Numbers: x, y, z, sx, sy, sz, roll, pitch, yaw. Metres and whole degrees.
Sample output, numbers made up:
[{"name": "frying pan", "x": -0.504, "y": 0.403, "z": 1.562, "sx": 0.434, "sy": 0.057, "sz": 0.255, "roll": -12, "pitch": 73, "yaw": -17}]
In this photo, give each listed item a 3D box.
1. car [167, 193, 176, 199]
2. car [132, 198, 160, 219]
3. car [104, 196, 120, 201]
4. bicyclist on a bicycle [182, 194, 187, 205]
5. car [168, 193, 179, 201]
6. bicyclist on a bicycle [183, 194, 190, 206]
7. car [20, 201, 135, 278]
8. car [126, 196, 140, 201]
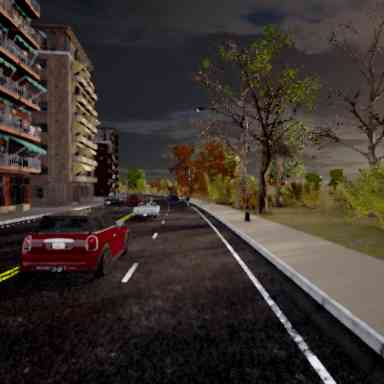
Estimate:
[{"name": "car", "x": -5.264, "y": 1.019, "z": 85.156, "sx": 2.128, "sy": 1.511, "sz": 4.902, "roll": 0, "pitch": 0, "yaw": -7}, {"name": "car", "x": -3.767, "y": 1.487, "z": 28.246, "sx": 1.895, "sy": 1.301, "sz": 4.718, "roll": 0, "pitch": 0, "yaw": -2}, {"name": "car", "x": -11.580, "y": 1.298, "z": 48.172, "sx": 2.128, "sy": 1.511, "sz": 4.902, "roll": 0, "pitch": 0, "yaw": -4}, {"name": "bicyclist on a bicycle", "x": -1.211, "y": 1.208, "z": 53.551, "sx": 0.866, "sy": 1.612, "sz": 1.509, "roll": 0, "pitch": 0, "yaw": -5}, {"name": "car", "x": -4.051, "y": 1.231, "z": 74.369, "sx": 1.994, "sy": 1.385, "sz": 4.181, "roll": 0, "pitch": 0, "yaw": -6}, {"name": "bicyclist on a bicycle", "x": -0.537, "y": 1.185, "z": 43.852, "sx": 0.659, "sy": 1.776, "sz": 1.843, "roll": 0, "pitch": 1, "yaw": -4}, {"name": "car", "x": -3.258, "y": 1.313, "z": 10.175, "sx": 2.097, "sy": 1.767, "sz": 4.553, "roll": 0, "pitch": 0, "yaw": -1}, {"name": "car", "x": -8.282, "y": 1.284, "z": 47.577, "sx": 1.882, "sy": 1.535, "sz": 5.008, "roll": 0, "pitch": 1, "yaw": -4}]
